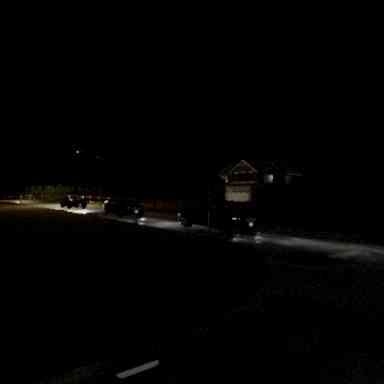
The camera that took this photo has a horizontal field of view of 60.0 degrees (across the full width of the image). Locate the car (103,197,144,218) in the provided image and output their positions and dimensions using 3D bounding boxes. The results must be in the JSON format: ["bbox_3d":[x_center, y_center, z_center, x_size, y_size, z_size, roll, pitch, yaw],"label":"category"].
[{"bbox_3d":[-5.512,1.164,26.468,2.128,1.511,4.902,1,0,-36],"label":"car"}]

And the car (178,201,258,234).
[{"bbox_3d":[1.228,1.235,17.389,2.128,1.511,4.902,1,0,-39],"label":"car"}]

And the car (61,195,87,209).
[{"bbox_3d":[-13.243,1.122,37.169,2.128,1.511,4.902,1,0,-36],"label":"car"}]
